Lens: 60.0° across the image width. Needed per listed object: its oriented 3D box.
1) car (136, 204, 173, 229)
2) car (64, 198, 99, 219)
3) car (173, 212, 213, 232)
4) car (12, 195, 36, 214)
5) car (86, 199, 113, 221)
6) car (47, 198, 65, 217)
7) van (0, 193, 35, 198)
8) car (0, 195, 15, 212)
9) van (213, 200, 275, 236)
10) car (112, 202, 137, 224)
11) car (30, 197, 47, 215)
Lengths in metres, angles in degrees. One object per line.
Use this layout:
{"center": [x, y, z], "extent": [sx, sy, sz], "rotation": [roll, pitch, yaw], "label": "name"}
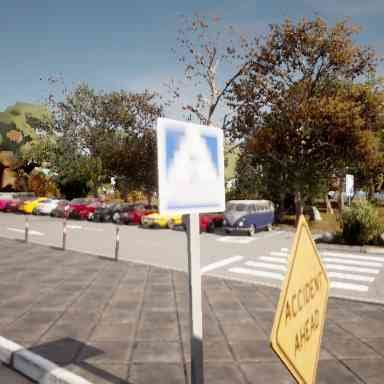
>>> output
{"center": [-1.141, 1.625, 23.330], "extent": [1.946, 1.575, 5.366], "rotation": [1, 1, 35], "label": "car"}
{"center": [-7.812, 1.497, 28.310], "extent": [2.097, 1.535, 5.008], "rotation": [1, 1, 35], "label": "car"}
{"center": [1.247, 1.701, 21.896], "extent": [2.163, 1.488, 4.792], "rotation": [1, 1, 35], "label": "car"}
{"center": [-14.603, 1.369, 33.127], "extent": [2.097, 1.535, 5.008], "rotation": [1, 1, 35], "label": "car"}
{"center": [-5.558, 1.542, 26.692], "extent": [2.231, 1.521, 4.892], "rotation": [1, 1, 35], "label": "car"}
{"center": [-10.057, 1.329, 29.938], "extent": [2.185, 1.767, 4.553], "rotation": [1, 1, 35], "label": "car"}
{"center": [-19.054, 1.060, 36.441], "extent": [1.878, 1.987, 4.442], "rotation": [1, 1, 35], "label": "van"}
{"center": [-16.866, 1.368, 34.738], "extent": [2.002, 1.452, 4.674], "rotation": [1, 1, 35], "label": "car"}
{"center": [3.425, 1.490, 20.167], "extent": [1.878, 1.987, 4.442], "rotation": [1, 1, 35], "label": "van"}
{"center": [-3.277, 1.614, 25.113], "extent": [2.163, 1.488, 4.792], "rotation": [1, 1, 35], "label": "car"}
{"center": [-12.340, 1.452, 31.521], "extent": [2.002, 1.452, 4.674], "rotation": [1, 1, 35], "label": "car"}
